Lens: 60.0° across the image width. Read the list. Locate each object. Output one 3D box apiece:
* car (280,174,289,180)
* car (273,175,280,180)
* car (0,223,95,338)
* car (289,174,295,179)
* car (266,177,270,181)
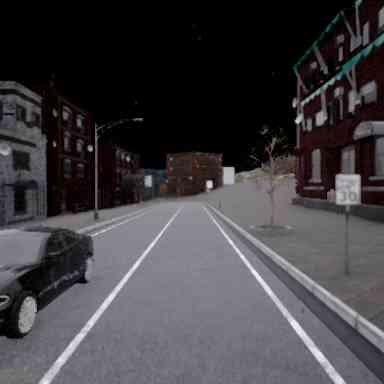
[{"bbox_3d":[23.105,-3.541,78.458,2.185,1.767,4.553,0,1,-5],"label":"car"},{"bbox_3d":[22.650,-3.501,83.965,2.097,1.535,5.008,0,1,-3],"label":"car"},{"bbox_3d":[-3.490,1.492,6.824,1.882,1.535,5.008,0,0,0],"label":"car"},{"bbox_3d":[23.711,-3.298,72.765,2.163,1.488,4.792,0,1,-6],"label":"car"},{"bbox_3d":[22.311,-3.547,89.503,2.002,1.452,4.674,0,1,-2],"label":"car"}]
